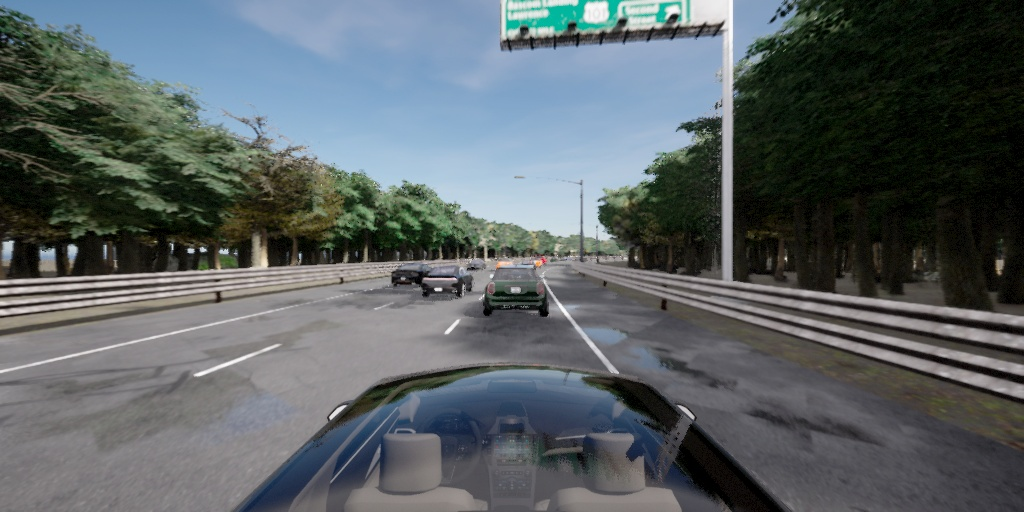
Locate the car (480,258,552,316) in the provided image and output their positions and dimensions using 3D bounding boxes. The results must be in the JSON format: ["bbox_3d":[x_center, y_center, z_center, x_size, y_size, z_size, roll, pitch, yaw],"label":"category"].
[{"bbox_3d":[0.179,1.102,13.520,2.097,1.767,4.553,0,0,2],"label":"car"}]

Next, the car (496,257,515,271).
[{"bbox_3d":[-0.824,1.091,49.280,2.097,1.767,4.553,0,0,6],"label":"car"}]

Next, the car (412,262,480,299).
[{"bbox_3d":[-3.103,1.234,18.055,2.128,1.511,4.902,0,0,2],"label":"car"}]

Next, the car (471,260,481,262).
[{"bbox_3d":[-4.648,1.280,47.856,2.033,1.411,5.357,0,0,7],"label":"car"}]

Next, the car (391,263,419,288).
[{"bbox_3d":[-6.368,1.213,23.929,1.882,1.535,5.008,0,0,3],"label":"car"}]

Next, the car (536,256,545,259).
[{"bbox_3d":[4.029,1.096,60.818,2.097,1.767,4.553,0,0,8],"label":"car"}]
